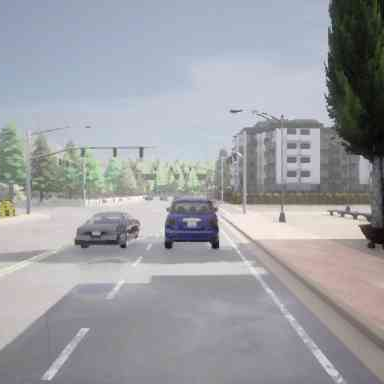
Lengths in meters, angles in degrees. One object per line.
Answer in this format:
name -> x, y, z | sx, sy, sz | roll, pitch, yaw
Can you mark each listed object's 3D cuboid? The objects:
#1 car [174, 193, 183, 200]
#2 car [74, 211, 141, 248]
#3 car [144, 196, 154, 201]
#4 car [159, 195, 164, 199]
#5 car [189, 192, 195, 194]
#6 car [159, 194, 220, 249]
car -> -3.500, 1.193, 84.670 | 2.097, 1.767, 4.553 | 0, 0, 0
car -> -3.500, 1.561, 14.650 | 2.033, 1.411, 5.357 | 0, 0, 0
car -> -10.500, 1.566, 81.243 | 1.895, 1.301, 4.718 | 0, 0, 0
car -> -7.000, 1.510, 81.275 | 2.033, 1.411, 5.357 | 0, 0, 0
car -> 0.000, 1.061, 84.744 | 2.150, 2.045, 5.566 | 0, 0, 0
car -> 0.000, 1.256, 14.680 | 2.150, 2.045, 5.566 | 0, 0, 0
